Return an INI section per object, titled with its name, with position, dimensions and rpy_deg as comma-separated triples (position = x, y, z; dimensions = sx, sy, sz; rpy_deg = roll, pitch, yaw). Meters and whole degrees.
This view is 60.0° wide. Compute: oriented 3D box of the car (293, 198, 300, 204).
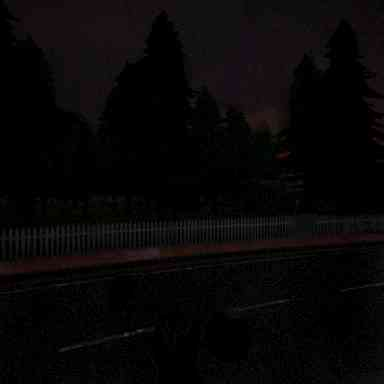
[car]
position = 20.602, 1.473, 62.670
dimensions = 2.097, 1.767, 4.553
rpy_deg = 0, 0, -4
